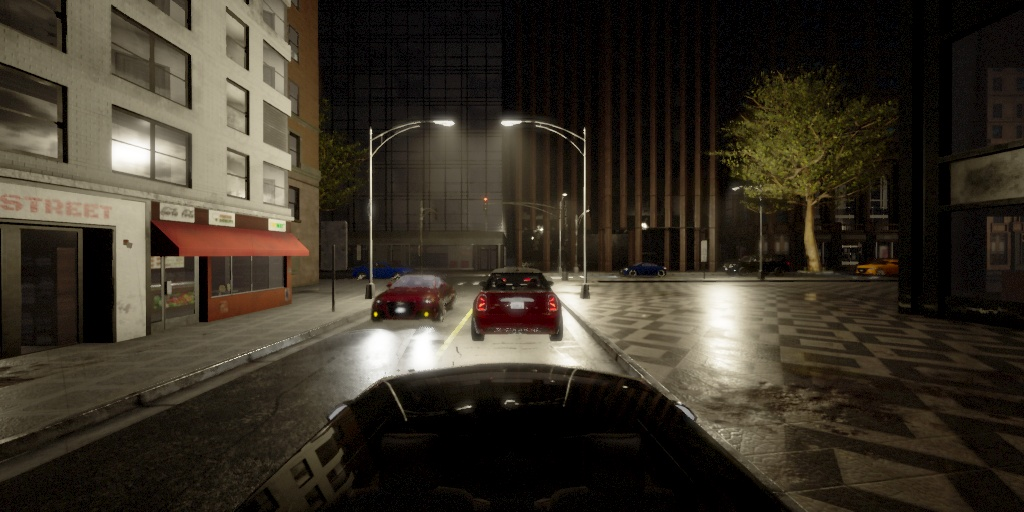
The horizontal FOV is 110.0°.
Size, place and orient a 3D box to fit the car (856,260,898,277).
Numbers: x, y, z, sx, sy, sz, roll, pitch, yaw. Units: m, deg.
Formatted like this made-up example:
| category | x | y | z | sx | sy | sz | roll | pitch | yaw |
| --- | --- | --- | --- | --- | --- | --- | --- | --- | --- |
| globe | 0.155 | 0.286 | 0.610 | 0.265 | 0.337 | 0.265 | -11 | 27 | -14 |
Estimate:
| category | x | y | z | sx | sy | sz | roll | pitch | yaw |
| --- | --- | --- | --- | --- | --- | --- | --- | --- | --- |
| car | 35.368 | 1.109 | 33.703 | 5.008 | 1.535 | 1.882 | 0 | 0 | 1 |

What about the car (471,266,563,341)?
| category | x | y | z | sx | sy | sz | roll | pitch | yaw |
| --- | --- | --- | --- | --- | --- | --- | --- | --- | --- |
| car | 0.123 | 1.101 | 9.982 | 2.097 | 1.767 | 4.553 | 0 | 0 | 0 |

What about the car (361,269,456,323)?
| category | x | y | z | sx | sy | sz | roll | pitch | yaw |
| --- | --- | --- | --- | --- | --- | --- | --- | --- | --- |
| car | -3.092 | 1.313 | 11.966 | 1.994 | 1.385 | 4.181 | 0 | 0 | 0 |

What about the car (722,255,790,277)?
| category | x | y | z | sx | sy | sz | roll | pitch | yaw |
| --- | --- | --- | --- | --- | --- | --- | --- | --- | --- |
| car | 22.959 | 0.880 | 33.778 | 5.566 | 2.045 | 2.150 | 0 | 0 | 0 |

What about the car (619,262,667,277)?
| category | x | y | z | sx | sy | sz | roll | pitch | yaw |
| --- | --- | --- | --- | --- | --- | --- | --- | --- | --- |
| car | 12.324 | 1.257 | 33.848 | 4.181 | 1.385 | 1.994 | 0 | 0 | 0 |

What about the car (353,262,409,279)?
| category | x | y | z | sx | sy | sz | roll | pitch | yaw |
| --- | --- | --- | --- | --- | --- | --- | --- | --- | --- |
| car | -10.943 | 1.273 | 30.586 | 5.008 | 1.535 | 1.882 | 0 | 0 | 3 |
